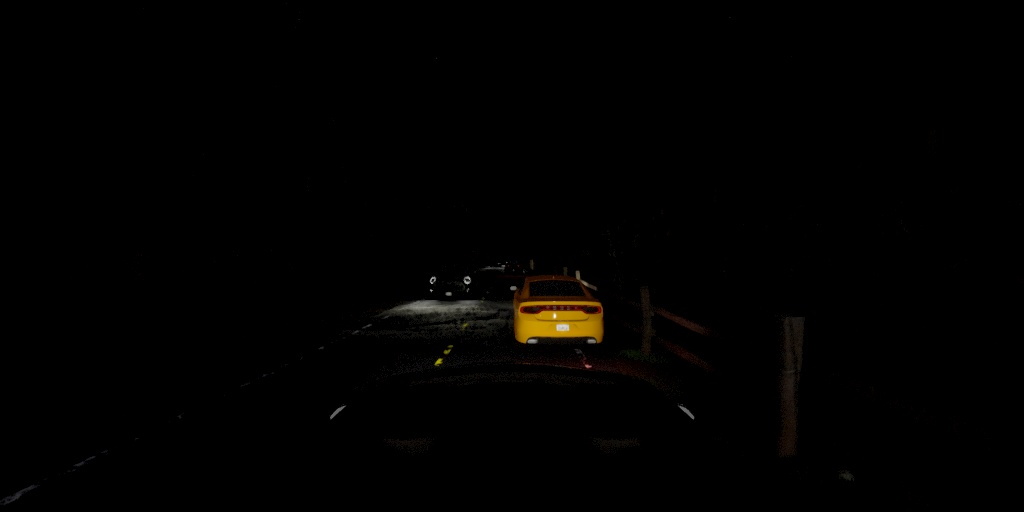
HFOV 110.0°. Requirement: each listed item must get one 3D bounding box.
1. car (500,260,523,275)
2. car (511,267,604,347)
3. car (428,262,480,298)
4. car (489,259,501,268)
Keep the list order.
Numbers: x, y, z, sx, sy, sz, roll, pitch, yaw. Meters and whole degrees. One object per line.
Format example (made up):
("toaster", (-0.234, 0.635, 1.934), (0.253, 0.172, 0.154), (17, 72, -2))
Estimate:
("car", (0.165, 1.218, 38.340), (2.128, 1.511, 4.902), (0, 0, 0))
("car", (0.982, 1.227, 9.367), (1.882, 1.535, 5.008), (0, 0, 0))
("car", (-2.811, 1.097, 18.202), (2.097, 1.767, 4.553), (0, 0, 0))
("car", (-2.702, 1.193, 59.434), (1.837, 1.490, 4.892), (0, 0, 0))
